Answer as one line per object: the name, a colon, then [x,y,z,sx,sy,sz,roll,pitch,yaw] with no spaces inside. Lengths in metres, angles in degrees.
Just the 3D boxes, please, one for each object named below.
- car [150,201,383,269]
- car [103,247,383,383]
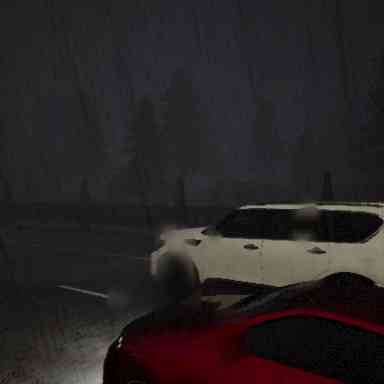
car: [1.725,1.203,6.821,5.566,2.045,2.150,0,0,33]
car: [1.140,1.554,2.976,4.181,1.385,1.994,0,0,35]
